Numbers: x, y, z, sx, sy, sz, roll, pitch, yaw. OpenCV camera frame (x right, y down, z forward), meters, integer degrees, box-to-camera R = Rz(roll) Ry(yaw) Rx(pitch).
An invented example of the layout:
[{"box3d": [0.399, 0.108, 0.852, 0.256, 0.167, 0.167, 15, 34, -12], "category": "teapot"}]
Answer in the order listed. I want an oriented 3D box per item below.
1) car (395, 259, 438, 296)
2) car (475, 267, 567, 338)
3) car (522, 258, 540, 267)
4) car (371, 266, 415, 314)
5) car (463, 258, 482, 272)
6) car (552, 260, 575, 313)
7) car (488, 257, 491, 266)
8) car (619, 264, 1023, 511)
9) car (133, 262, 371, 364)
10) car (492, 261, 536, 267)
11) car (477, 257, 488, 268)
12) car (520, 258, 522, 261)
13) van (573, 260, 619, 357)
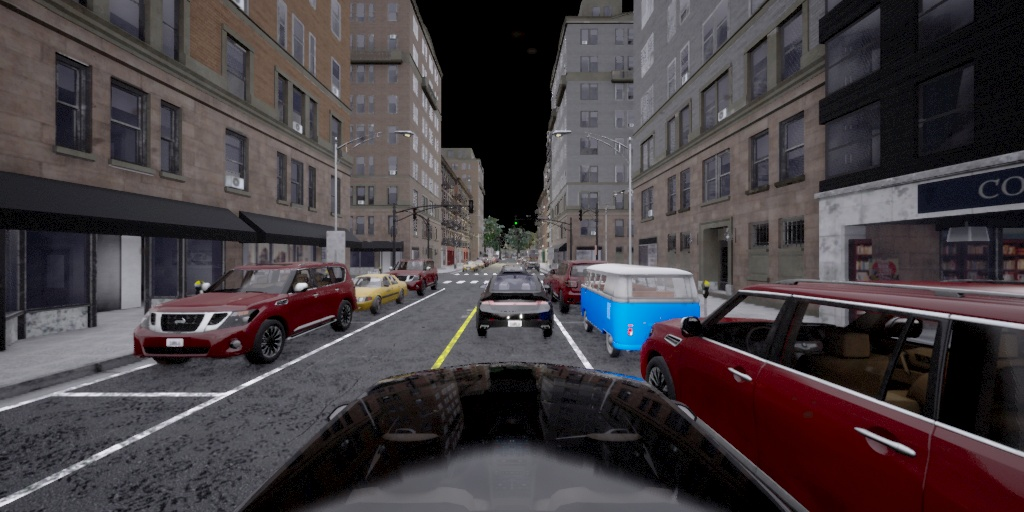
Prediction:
[{"box3d": [-5.381, 1.062, 19.604, 2.192, 1.841, 5.009, 0, 0, 0], "category": "car"}, {"box3d": [0.082, 1.241, 10.156, 2.128, 1.511, 4.902, 0, 0, 0], "category": "car"}, {"box3d": [2.688, 1.294, 46.603, 2.007, 1.370, 4.403, 0, 0, 0], "category": "car"}, {"box3d": [-5.387, 1.274, 13.755, 1.751, 1.417, 4.829, 0, 0, 0], "category": "car"}, {"box3d": [-5.366, 1.268, 46.442, 1.751, 1.417, 4.829, 0, 0, 0], "category": "car"}, {"box3d": [2.651, 1.063, 13.915, 2.192, 1.841, 5.009, 0, 0, 0], "category": "car"}, {"box3d": [-5.341, 1.057, 63.057, 2.192, 1.841, 5.009, 0, 0, 0], "category": "car"}, {"box3d": [2.638, 1.065, 2.557, 2.192, 1.841, 5.009, 0, 0, 0], "category": "car"}, {"box3d": [-5.392, 1.064, 8.248, 2.192, 1.841, 5.009, 0, 0, 0], "category": "car"}, {"box3d": [0.134, 1.240, 21.562, 2.128, 1.511, 4.902, 0, 0, 1], "category": "car"}, {"box3d": [-5.350, 1.268, 57.405, 1.751, 1.417, 4.829, 0, 0, 0], "category": "car"}, {"box3d": [2.700, 1.293, 57.566, 2.007, 1.370, 4.403, 0, 0, 0], "category": "car"}, {"box3d": [2.644, 1.090, 8.236, 1.690, 1.789, 3.998, 0, 0, 0], "category": "van"}]
